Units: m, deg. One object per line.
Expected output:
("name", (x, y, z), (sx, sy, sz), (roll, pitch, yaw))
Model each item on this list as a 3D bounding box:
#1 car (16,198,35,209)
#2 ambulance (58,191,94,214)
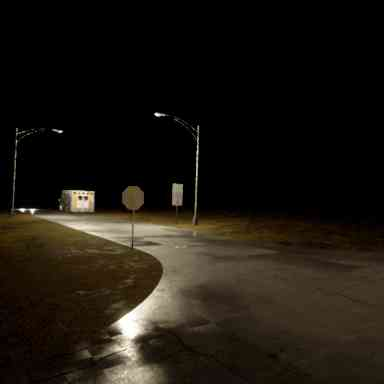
("car", (-23.274, 1.593, 46.499), (1.994, 1.385, 4.181), (3, -2, -35))
("ambulance", (-12.677, 1.141, 36.031), (2.351, 2.431, 6.366), (3, -2, -35))
